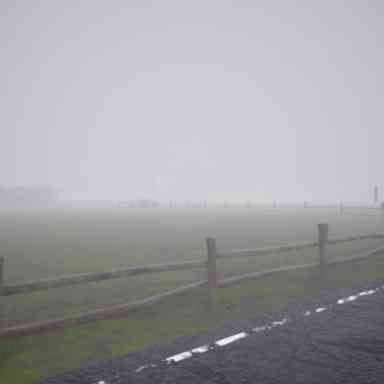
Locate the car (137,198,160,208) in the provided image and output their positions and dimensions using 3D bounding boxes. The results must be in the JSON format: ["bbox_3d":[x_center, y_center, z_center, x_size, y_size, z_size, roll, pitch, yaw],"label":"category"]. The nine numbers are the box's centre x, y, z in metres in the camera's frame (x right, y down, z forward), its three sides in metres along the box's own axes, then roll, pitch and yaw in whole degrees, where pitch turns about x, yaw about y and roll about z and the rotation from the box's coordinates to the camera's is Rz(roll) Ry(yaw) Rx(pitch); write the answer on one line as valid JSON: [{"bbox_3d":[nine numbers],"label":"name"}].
[{"bbox_3d":[-7.633,1.828,58.307,2.097,1.767,4.553,0,-1,-43],"label":"car"}]

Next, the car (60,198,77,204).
[{"bbox_3d":[-32.293,2.412,87.763,1.895,1.301,4.718,0,-1,-45],"label":"car"}]
